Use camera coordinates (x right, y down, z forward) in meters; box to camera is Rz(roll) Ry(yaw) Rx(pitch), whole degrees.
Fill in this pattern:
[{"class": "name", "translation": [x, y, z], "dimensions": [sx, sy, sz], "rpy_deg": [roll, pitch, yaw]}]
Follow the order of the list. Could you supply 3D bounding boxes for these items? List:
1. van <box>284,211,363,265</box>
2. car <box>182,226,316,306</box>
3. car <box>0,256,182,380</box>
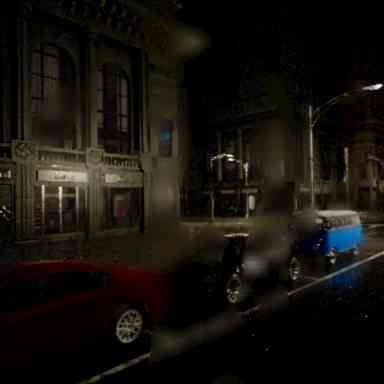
[{"class": "van", "translation": [5.056, 1.620, 12.632], "dimensions": [1.690, 1.788, 3.998], "rpy_deg": [-3, -2, 44]}, {"class": "car", "translation": [1.297, 1.797, 8.735], "dimensions": [1.947, 1.339, 4.313], "rpy_deg": [-3, -2, 44]}, {"class": "car", "translation": [-2.467, 1.728, 4.845], "dimensions": [1.887, 1.381, 4.507], "rpy_deg": [-3, -2, 44]}]
